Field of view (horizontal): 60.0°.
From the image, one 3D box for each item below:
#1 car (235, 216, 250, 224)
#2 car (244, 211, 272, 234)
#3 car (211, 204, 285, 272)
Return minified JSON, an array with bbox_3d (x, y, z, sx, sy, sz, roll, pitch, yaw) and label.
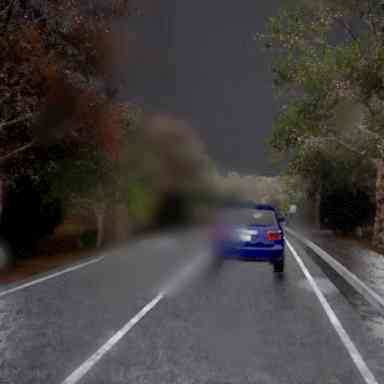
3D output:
[{"bbox_3d":[9.093,4.965,59.602,2.033,1.411,5.357,0,-4,16],"label":"car"},{"bbox_3d":[5.508,2.482,27.618,2.097,1.767,4.553,0,-4,13],"label":"car"},{"bbox_3d":[2.084,1.445,11.861,2.150,2.045,5.566,0,-2,13],"label":"car"}]
